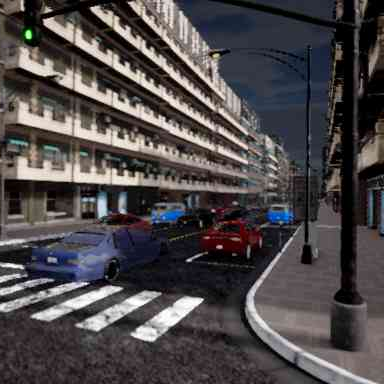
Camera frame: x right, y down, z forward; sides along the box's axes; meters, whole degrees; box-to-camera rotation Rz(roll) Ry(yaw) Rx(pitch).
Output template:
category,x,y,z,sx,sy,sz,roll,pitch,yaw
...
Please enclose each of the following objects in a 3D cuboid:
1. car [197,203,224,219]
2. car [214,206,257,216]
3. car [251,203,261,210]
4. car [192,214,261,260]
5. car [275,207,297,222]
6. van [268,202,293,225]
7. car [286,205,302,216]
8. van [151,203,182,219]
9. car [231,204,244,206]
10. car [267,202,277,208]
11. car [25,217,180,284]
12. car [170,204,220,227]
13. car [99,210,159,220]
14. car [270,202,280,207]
category,x,y,z,sx,sy,sz,roll,pitch,yaw
car,2.166,2.127,38.162,1.967,1.590,4.097,0,-1,21
car,3.476,2.048,25.743,1.812,1.442,4.674,1,-1,21
car,12.443,2.842,64.654,1.802,1.307,4.206,0,-1,21
car,1.778,1.867,13.924,1.887,1.381,4.507,0,-1,21
car,9.986,2.347,35.124,1.802,1.307,4.206,0,-1,21
van,7.936,1.995,29.829,1.690,1.788,3.998,0,-1,21
car,14.155,2.521,45.883,1.752,1.417,4.829,0,-1,21
van,-1.912,1.805,27.553,1.690,1.788,3.998,0,-1,21
car,5.122,2.239,38.516,1.837,1.490,4.892,1,1,21
car,20.596,3.256,85.696,1.752,1.417,4.829,0,-1,21
car,-2.472,1.753,10.399,2.033,1.411,5.357,1,-1,21
car,0.397,1.961,26.379,1.882,1.535,5.008,1,-1,21
car,-3.619,1.793,16.022,1.812,1.442,4.674,1,-1,21
car,22.711,3.406,91.154,2.008,1.369,4.403,0,-1,21
